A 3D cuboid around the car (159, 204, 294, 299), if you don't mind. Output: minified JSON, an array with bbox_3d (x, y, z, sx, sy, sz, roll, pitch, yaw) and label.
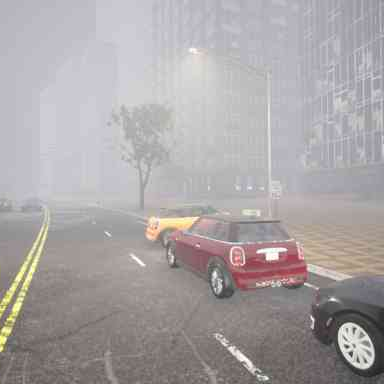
[{"bbox_3d":[0.860,1.355,8.871,2.097,1.767,4.553,0,0,-22],"label":"car"}]

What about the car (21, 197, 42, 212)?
[{"bbox_3d":[-18.918,1.393,39.370,2.097,1.767,4.553,0,0,-24],"label":"car"}]

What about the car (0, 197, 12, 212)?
[{"bbox_3d":[-21.884,1.391,38.042,2.097,1.767,4.553,0,0,-24],"label":"car"}]

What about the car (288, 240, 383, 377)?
[{"bbox_3d":[3.607,1.505,3.406,1.837,1.490,4.892,0,0,-36],"label":"car"}]

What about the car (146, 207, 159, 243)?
[{"bbox_3d":[0.337,1.277,14.484,4.553,1.767,2.097,-3,1,-18],"label":"car"}]
